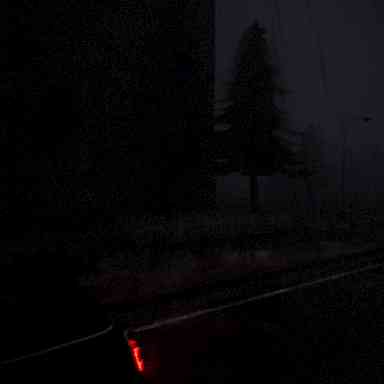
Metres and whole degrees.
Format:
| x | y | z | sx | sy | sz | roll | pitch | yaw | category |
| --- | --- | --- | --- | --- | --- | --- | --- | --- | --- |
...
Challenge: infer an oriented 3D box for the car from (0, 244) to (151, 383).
| x | y | z | sx | sy | sz | roll | pitch | yaw | category |
| --- | --- | --- | --- | --- | --- | --- | --- | --- | --- |
| -2.587 | 1.356 | 2.132 | 4.553 | 1.767 | 2.097 | 0 | 0 | -35 | car |
